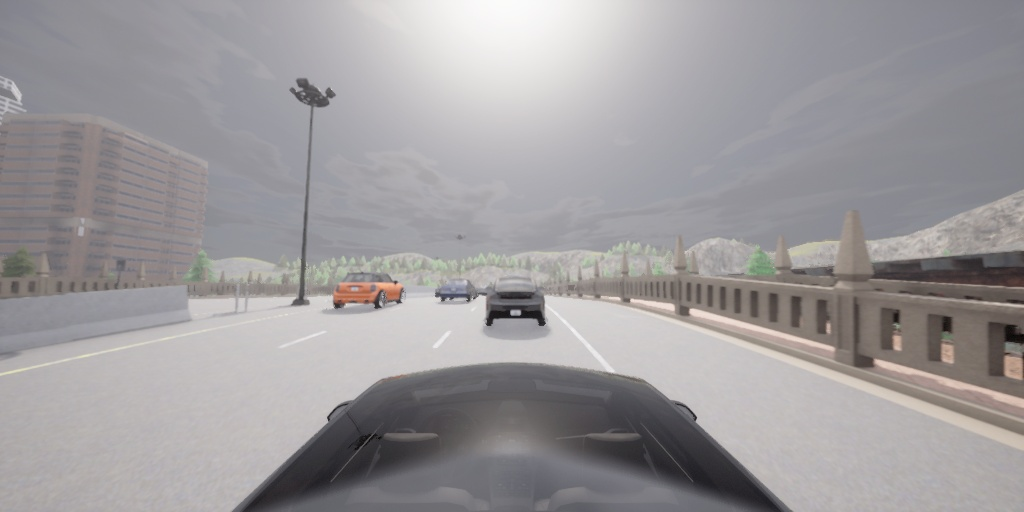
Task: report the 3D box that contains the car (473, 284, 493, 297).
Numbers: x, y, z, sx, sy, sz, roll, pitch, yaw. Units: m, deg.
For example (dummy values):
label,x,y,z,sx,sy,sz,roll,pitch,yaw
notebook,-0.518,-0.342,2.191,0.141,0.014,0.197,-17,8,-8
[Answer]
label,x,y,z,sx,sy,sz,roll,pitch,yaw
car,-3.376,4.101,42.383,1.994,1.385,4.181,0,-6,0

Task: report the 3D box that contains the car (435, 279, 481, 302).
label,x,y,z,sx,sy,sz,roll,pitch,yaw
car,-3.387,2.215,23.293,2.033,1.411,5.357,0,-5,0

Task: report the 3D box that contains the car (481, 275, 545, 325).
label,x,y,z,sx,sy,sz,roll,pitch,yaw
car,0.107,1.474,12.650,1.837,1.490,4.892,0,-2,0

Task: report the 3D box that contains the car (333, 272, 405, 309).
label,x,y,z,sx,sy,sz,roll,pitch,yaw
car,-6.890,1.603,17.838,2.097,1.767,4.553,0,-4,0
